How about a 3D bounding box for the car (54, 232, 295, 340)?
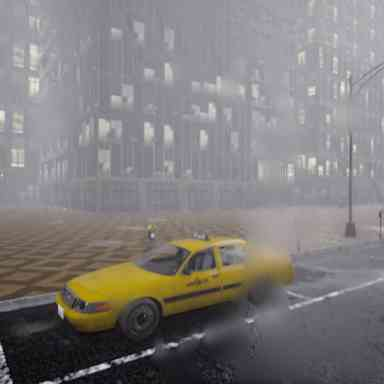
[{"bbox_3d":[-0.039,1.510,6.483,4.829,1.417,1.752,0,1,-35],"label":"car"}]
